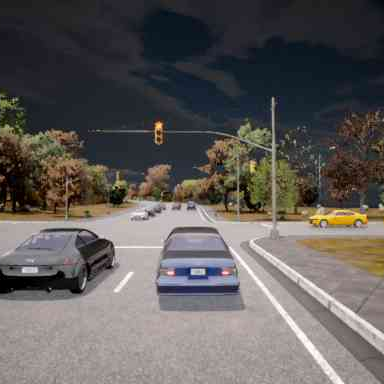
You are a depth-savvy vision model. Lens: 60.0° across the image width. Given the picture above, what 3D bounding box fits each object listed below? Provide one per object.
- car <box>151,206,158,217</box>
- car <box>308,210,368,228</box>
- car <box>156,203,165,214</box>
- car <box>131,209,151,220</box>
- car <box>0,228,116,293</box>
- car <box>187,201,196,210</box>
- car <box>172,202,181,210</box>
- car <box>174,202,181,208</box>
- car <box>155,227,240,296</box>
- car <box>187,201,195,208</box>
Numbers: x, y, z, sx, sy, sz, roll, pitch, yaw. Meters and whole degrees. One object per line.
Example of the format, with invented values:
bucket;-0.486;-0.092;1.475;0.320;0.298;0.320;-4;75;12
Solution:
car;-7.222;3.470;55.298;1.895;1.301;4.718;0;-1;0
car;12.970;2.368;29.698;5.008;1.535;1.882;0;-3;-2
car;-7.184;3.539;66.669;2.033;1.411;5.357;0;0;1
car;-7.217;3.146;46.279;1.812;1.442;4.674;0;-2;0
car;-3.443;1.665;9.081;1.994;1.385;4.181;0;-1;0
car;-0.187;3.311;77.853;2.097;1.767;4.553;0;0;0
car;-3.689;3.486;78.314;1.812;1.442;4.674;0;0;0
car;-3.830;3.428;88.290;1.837;1.490;4.892;0;0;-4
car;0.070;1.647;8.971;2.033;1.411;5.357;0;-1;-1
car;-0.307;3.243;88.032;1.882;1.535;5.008;0;0;-4
